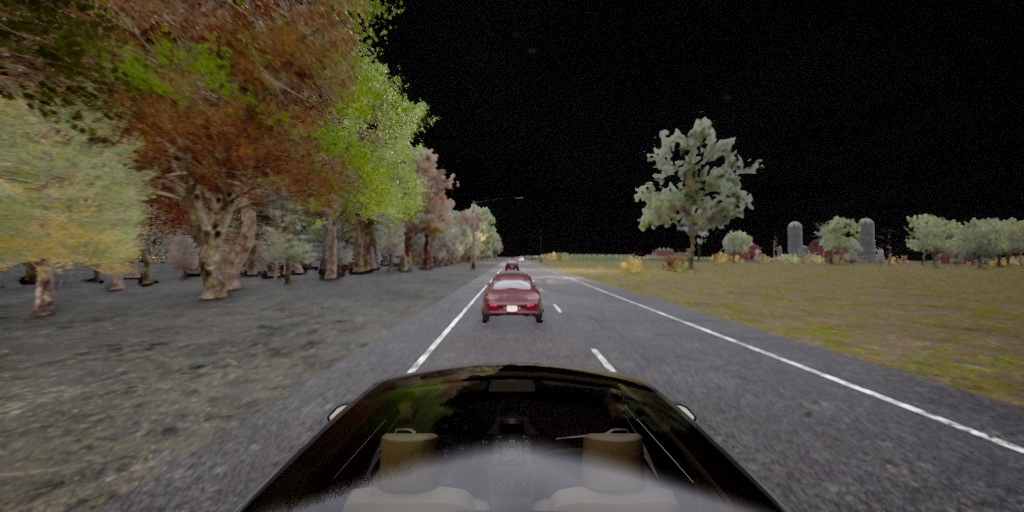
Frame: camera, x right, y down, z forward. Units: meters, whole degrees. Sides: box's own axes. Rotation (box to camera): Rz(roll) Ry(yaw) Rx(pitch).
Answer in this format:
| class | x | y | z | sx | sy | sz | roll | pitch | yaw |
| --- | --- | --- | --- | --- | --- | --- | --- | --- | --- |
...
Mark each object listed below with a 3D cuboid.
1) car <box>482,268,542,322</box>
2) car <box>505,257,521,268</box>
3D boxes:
| class | x | y | z | sx | sy | sz | roll | pitch | yaw |
| --- | --- | --- | --- | --- | --- | --- | --- | --- | --- |
| car | 0.003 | 1.295 | 12.245 | 1.812 | 1.442 | 4.674 | 0 | 0 | 0 |
| car | 0.018 | 1.314 | 51.647 | 1.882 | 1.535 | 5.008 | 0 | 0 | 0 |
